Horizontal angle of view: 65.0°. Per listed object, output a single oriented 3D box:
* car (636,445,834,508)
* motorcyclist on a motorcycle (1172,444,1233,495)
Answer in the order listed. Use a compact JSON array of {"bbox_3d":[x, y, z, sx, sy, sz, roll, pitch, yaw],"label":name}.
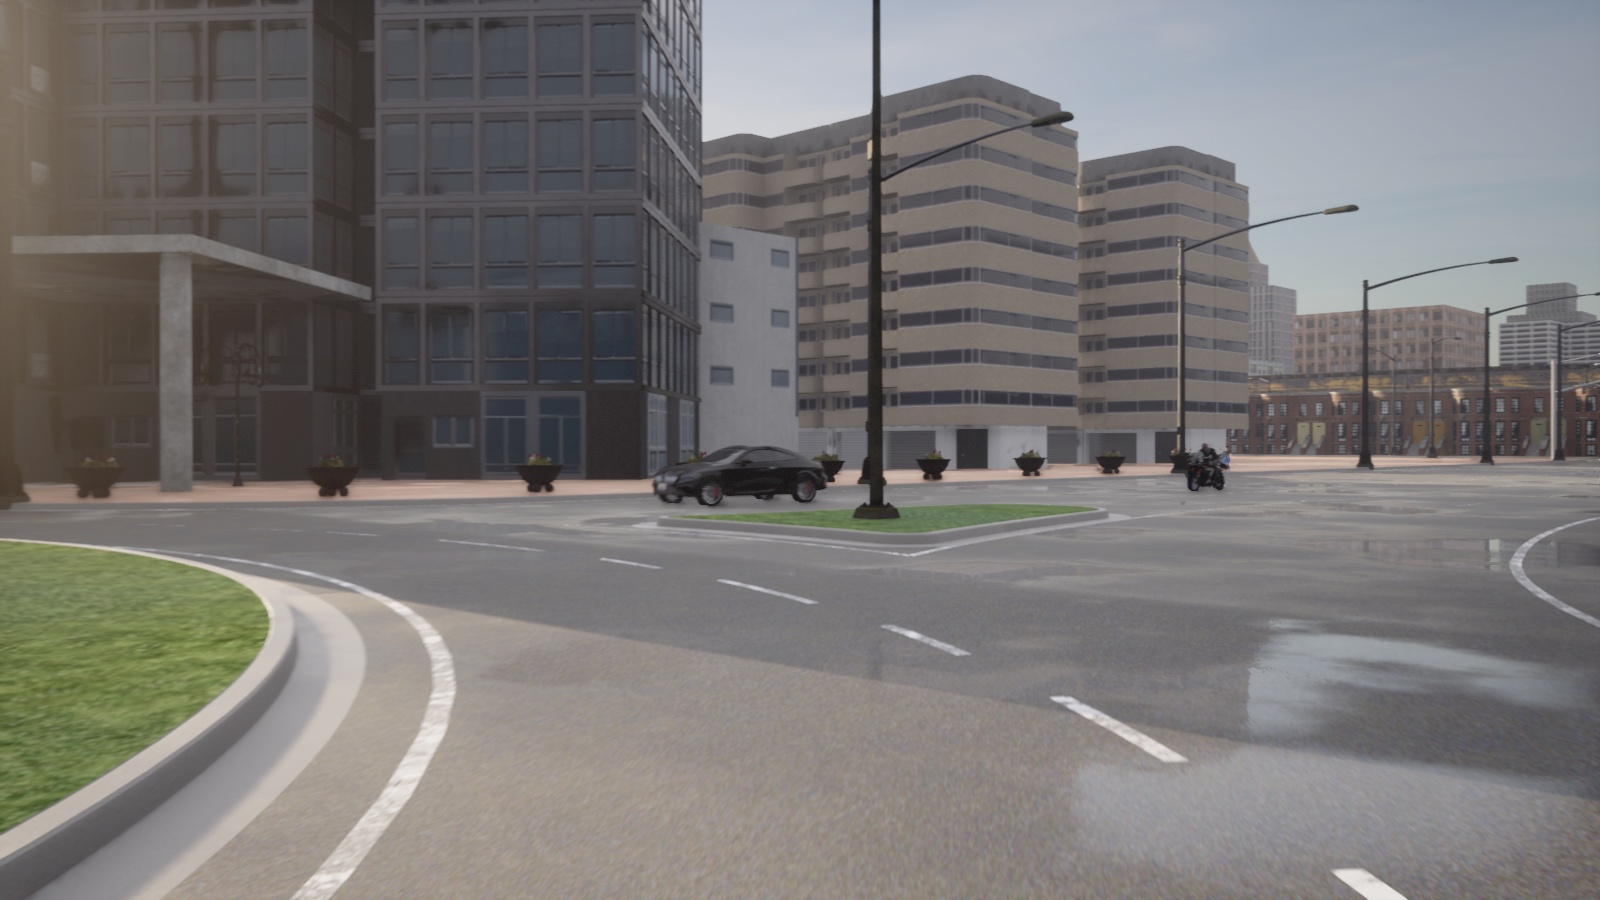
[{"bbox_3d":[-1.534,0.597,30.812,4.674,1.442,1.812,0,0,-39],"label":"car"},{"bbox_3d":[12.434,0.579,38.714,2.191,1.530,0.866,0,0,-44],"label":"motorcyclist on a motorcycle"}]
